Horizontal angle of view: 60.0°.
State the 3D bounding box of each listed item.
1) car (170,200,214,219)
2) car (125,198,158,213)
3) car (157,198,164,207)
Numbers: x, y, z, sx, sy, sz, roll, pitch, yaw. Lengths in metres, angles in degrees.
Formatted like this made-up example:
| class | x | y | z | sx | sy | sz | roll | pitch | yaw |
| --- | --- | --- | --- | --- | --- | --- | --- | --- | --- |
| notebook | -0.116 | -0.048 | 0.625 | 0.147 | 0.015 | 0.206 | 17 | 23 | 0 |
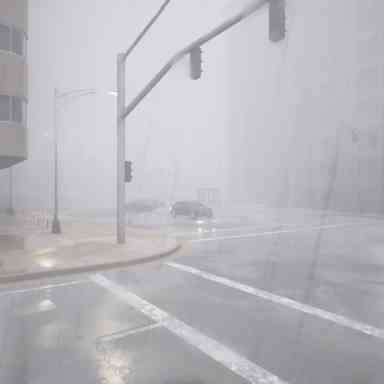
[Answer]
| class | x | y | z | sx | sy | sz | roll | pitch | yaw |
| --- | --- | --- | --- | --- | --- | --- | --- | --- | --- |
| car | -0.095 | 1.505 | 29.185 | 1.837 | 1.490 | 4.892 | 0 | 0 | -36 |
| car | -6.081 | 1.601 | 37.409 | 1.895 | 1.301 | 4.718 | 0 | 0 | -36 |
| car | -6.272 | 1.547 | 43.914 | 2.033 | 1.411 | 5.357 | 0 | 0 | -36 |
